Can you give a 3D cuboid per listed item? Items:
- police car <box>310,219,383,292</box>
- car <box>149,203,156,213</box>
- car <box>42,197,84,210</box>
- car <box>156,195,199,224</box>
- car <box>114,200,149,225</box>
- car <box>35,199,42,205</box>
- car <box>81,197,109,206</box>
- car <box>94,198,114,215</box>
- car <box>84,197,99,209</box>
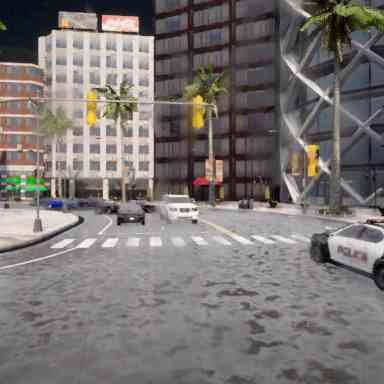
[{"bbox_3d":[5.020,1.509,9.064,2.038,1.542,4.974,0,0,-8],"label":"police car"},{"bbox_3d":[-5.540,1.597,36.296,1.895,1.301,4.718,0,0,-33],"label":"car"},{"bbox_3d":[-16.659,1.478,42.905,5.008,1.535,1.882,0,0,34],"label":"car"},{"bbox_3d":[-1.121,1.221,25.259,2.150,2.045,5.566,0,0,-14],"label":"car"},{"bbox_3d":[-4.479,1.477,24.143,1.882,1.535,5.008,0,0,-13],"label":"car"},{"bbox_3d":[-25.281,1.564,58.471,4.181,1.385,1.994,0,0,15],"label":"car"},{"bbox_3d":[-16.023,1.564,54.749,4.181,1.385,1.994,0,0,28],"label":"car"},{"bbox_3d":[-8.111,1.601,33.835,1.895,1.301,4.718,0,0,-32],"label":"car"},{"bbox_3d":[-15.001,1.601,46.003,4.718,1.301,1.895,0,0,34],"label":"car"}]
